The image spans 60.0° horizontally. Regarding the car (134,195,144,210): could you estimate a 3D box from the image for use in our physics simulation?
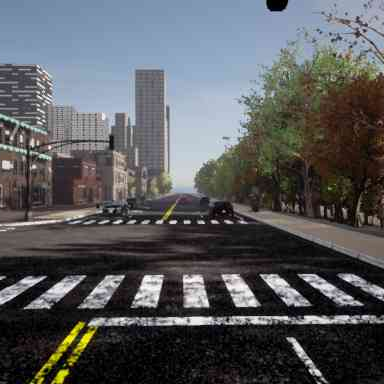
[{"bbox_3d":[-7.614,1.491,42.297,1.837,1.490,4.892,0,0,-1],"label":"car"}]

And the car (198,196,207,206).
[{"bbox_3d":[2.010,1.484,55.236,1.837,1.490,4.892,0,0,-1],"label":"car"}]

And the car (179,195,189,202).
[{"bbox_3d":[-1.771,1.343,72.760,2.033,1.411,5.357,0,0,-1],"label":"car"}]

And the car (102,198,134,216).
[{"bbox_3d":[-7.380,1.481,32.474,2.128,1.511,4.902,0,0,-1],"label":"car"}]

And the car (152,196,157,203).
[{"bbox_3d":[-8.124,1.478,66.770,2.128,1.511,4.902,0,0,-1],"label":"car"}]

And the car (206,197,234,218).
[{"bbox_3d":[2.615,1.468,30.461,1.882,1.535,5.008,0,0,-1],"label":"car"}]

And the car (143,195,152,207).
[{"bbox_3d":[-7.843,1.334,51.728,2.097,1.767,4.553,0,0,-1],"label":"car"}]

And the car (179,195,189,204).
[{"bbox_3d":[-1.527,1.540,62.760,1.994,1.385,4.181,0,0,-1],"label":"car"}]
